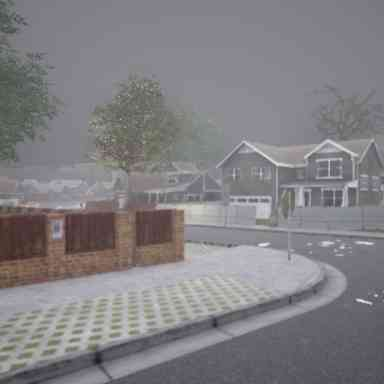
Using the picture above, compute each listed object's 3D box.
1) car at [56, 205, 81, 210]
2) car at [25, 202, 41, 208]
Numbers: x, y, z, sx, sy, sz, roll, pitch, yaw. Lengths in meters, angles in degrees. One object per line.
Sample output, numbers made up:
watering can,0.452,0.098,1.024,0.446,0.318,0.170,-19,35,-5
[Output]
car,-11.214,1.906,30.169,1.812,1.442,4.674,1,-1,-38
car,-22.265,2.125,46.517,1.882,1.535,5.008,1,-1,-29
